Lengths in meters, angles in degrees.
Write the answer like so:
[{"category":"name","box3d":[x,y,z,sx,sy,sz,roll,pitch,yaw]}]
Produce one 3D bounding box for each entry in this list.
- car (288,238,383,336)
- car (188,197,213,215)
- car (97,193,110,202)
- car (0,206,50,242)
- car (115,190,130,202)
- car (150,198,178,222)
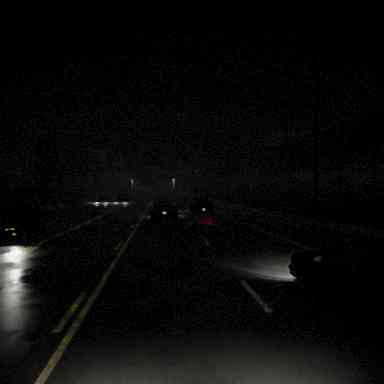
[{"category":"car","box3d":[3.419,1.468,5.371,2.033,1.411,5.357,-1,0,-6]},{"category":"car","box3d":[0.790,1.264,31.333,1.837,1.490,4.892,-1,0,-6]},{"category":"car","box3d":[-16.344,1.042,61.670,1.882,1.535,5.008,-1,1,-6]},{"category":"car","box3d":[-8.477,1.479,16.181,1.837,1.490,4.892,-1,0,-6]},{"category":"car","box3d":[-12.844,0.722,61.788,2.150,2.045,5.566,-1,1,-6]},{"category":"car","box3d":[-2.103,1.403,24.921,1.994,1.385,4.181,-1,0,-6]}]
